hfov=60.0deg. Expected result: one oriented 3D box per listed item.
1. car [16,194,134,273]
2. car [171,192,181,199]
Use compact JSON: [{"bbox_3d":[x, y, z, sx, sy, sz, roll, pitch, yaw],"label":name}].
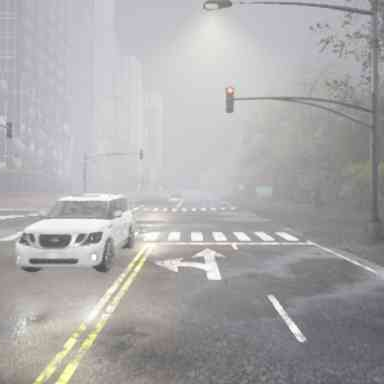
[{"bbox_3d":[-3.254,1.098,10.529,2.150,2.045,5.566,0,1,0],"label":"car"},{"bbox_3d":[-3.287,0.610,68.316,1.994,1.385,4.181,0,1,0],"label":"car"}]
